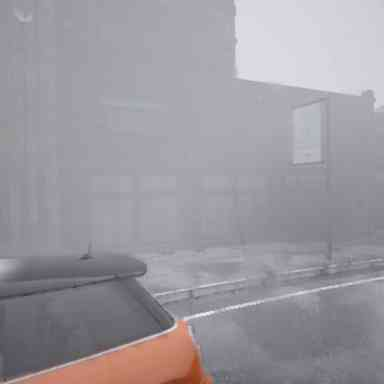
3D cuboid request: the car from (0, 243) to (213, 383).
[{"bbox_3d":[-2.085,1.353,2.193,4.553,1.767,2.097,0,0,-35],"label":"car"}]
